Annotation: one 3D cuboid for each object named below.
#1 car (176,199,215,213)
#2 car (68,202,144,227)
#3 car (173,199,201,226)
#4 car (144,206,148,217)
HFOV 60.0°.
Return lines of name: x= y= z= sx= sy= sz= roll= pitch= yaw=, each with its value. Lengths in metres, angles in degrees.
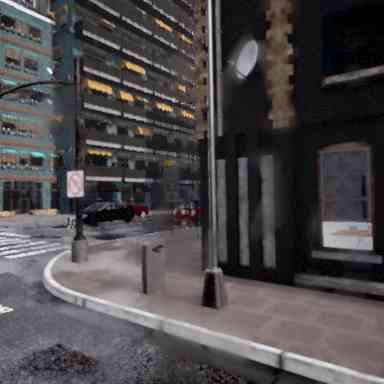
car: x=0.439 y=1.449 z=35.583 sx=2.008 sy=1.369 sz=4.403 roll=-1 pitch=0 yaw=36
car: x=-5.958 y=1.443 z=22.402 sx=2.128 sy=1.511 sz=4.902 roll=-2 pitch=0 yaw=36
car: x=0.640 y=1.239 z=21.431 sx=1.967 sy=1.590 sz=4.097 roll=-1 pitch=0 yaw=36
car: x=-5.578 y=1.524 z=27.467 sx=1.887 sy=1.381 sz=4.507 roll=-1 pitch=0 yaw=36
